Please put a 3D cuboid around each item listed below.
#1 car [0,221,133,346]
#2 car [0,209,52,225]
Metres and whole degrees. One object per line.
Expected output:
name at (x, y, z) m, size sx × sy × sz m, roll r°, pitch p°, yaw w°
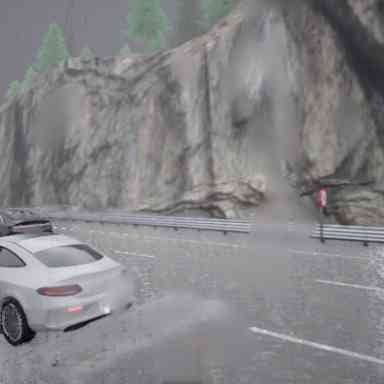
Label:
car at (-3.153, 1.517, 6.305) m, size 4.674 × 1.442 × 1.812 m, roll 0°, pitch 0°, yaw 35°
car at (-7.804, 1.485, 13.856) m, size 4.902 × 1.511 × 2.128 m, roll 0°, pitch 0°, yaw 35°
